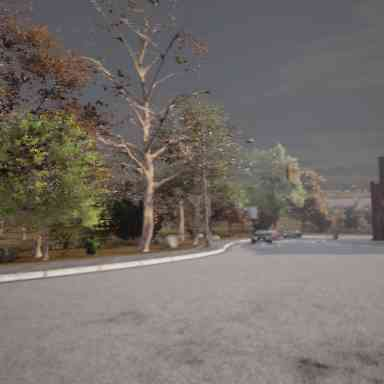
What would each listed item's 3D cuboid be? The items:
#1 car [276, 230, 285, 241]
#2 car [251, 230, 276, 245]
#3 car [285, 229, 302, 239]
[{"bbox_3d":[10.319,5.563,42.809,1.812,1.442,4.674,-3,-7,23],"label":"car"},{"bbox_3d":[7.052,4.510,33.277,1.994,1.385,4.181,-3,-7,14],"label":"car"},{"bbox_3d":[16.412,6.809,53.876,1.837,1.490,4.892,-3,-7,34],"label":"car"}]
